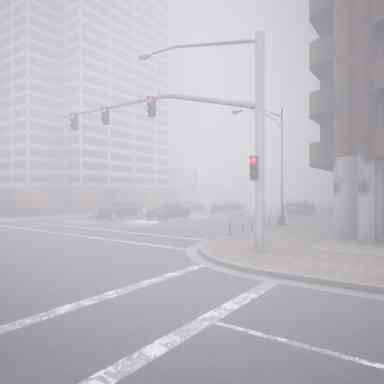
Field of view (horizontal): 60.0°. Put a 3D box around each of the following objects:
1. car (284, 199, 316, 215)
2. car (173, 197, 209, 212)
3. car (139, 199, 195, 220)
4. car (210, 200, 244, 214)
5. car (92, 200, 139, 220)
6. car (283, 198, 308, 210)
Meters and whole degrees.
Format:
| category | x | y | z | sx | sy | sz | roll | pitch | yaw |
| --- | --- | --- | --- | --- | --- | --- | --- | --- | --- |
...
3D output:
| category | x | y | z | sx | sy | sz | roll | pitch | yaw |
| --- | --- | --- | --- | --- | --- | --- | --- | --- | --- |
| car | 11.393 | 1.478 | 34.412 | 1.882 | 1.535 | 5.008 | 0 | 0 | 35 |
| car | -0.401 | 1.564 | 36.217 | 1.994 | 1.385 | 4.181 | 0 | 0 | 35 |
| car | -2.010 | 1.564 | 27.850 | 1.994 | 1.385 | 4.181 | 0 | 0 | 35 |
| car | 3.861 | 1.601 | 36.186 | 1.895 | 1.301 | 4.718 | 0 | 0 | 35 |
| car | -6.120 | 1.505 | 28.090 | 1.837 | 1.490 | 4.892 | 0 | 0 | 35 |
| car | 13.581 | 1.564 | 43.656 | 1.994 | 1.385 | 4.181 | 0 | 0 | 35 |
